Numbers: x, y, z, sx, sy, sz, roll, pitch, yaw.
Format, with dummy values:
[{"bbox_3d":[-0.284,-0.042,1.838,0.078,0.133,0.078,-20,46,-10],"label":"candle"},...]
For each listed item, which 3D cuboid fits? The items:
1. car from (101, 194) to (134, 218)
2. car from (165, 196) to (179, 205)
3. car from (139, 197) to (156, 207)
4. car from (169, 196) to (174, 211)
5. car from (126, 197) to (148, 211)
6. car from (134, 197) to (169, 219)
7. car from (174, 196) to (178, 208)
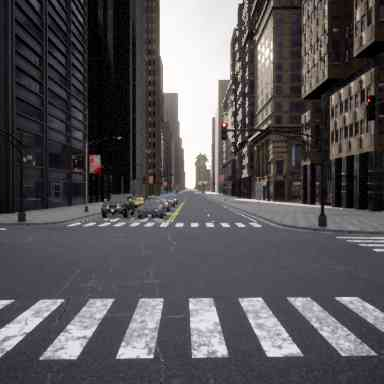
[{"bbox_3d":[-6.658,1.190,30.610,2.150,2.045,5.566,0,0,0],"label":"car"},{"bbox_3d":[-3.430,1.465,58.431,2.033,1.411,5.357,0,0,0],"label":"car"},{"bbox_3d":[-6.694,1.496,50.506,1.994,1.385,4.181,0,0,0],"label":"car"},{"bbox_3d":[-3.423,1.481,37.989,1.812,1.442,4.674,0,0,0],"label":"car"},{"bbox_3d":[-6.669,1.428,40.615,1.882,1.535,5.008,0,0,0],"label":"car"},{"bbox_3d":[-3.403,1.323,29.007,2.097,1.767,4.553,0,0,0],"label":"car"},{"bbox_3d":[-3.450,1.501,48.014,1.994,1.385,4.181,0,0,-1],"label":"car"}]
